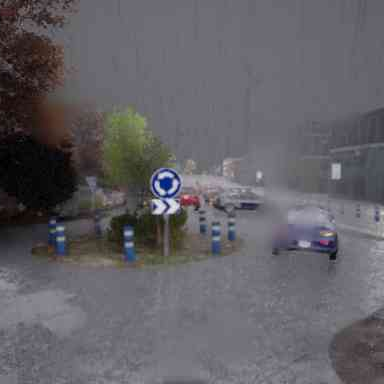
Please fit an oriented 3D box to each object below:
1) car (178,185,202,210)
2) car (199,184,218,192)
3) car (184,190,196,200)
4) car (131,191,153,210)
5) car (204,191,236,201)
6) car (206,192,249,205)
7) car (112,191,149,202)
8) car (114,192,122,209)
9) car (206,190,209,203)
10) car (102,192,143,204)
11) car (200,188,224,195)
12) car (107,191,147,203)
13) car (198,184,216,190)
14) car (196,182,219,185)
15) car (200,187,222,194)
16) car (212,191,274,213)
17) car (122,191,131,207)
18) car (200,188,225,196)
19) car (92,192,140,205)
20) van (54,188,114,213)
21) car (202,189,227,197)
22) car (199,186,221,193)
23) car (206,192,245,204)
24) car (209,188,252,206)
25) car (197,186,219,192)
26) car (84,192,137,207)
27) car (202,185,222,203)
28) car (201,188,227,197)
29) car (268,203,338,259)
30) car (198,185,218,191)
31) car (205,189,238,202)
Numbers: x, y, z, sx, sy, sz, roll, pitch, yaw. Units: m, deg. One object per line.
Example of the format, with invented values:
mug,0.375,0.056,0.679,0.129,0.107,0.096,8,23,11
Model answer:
car,-0.397,0.588,31.585,2.150,2.045,5.566,0,0,3
car,4.207,-1.001,84.483,4.553,1.767,2.185,0,3,0
car,-0.334,0.458,56.733,2.033,1.411,5.357,0,2,0
car,-3.915,0.587,30.934,2.150,2.045,5.566,0,0,0
car,4.235,0.587,51.220,4.792,1.488,2.163,0,2,0
car,4.222,0.786,40.073,4.892,1.521,2.231,0,1,0
car,-8.867,0.632,48.239,5.008,1.535,2.097,0,1,0
car,-8.857,0.891,28.719,4.674,1.452,2.002,0,0,0
car,4.226,0.836,34.489,5.008,1.535,2.097,0,1,0
car,-8.838,0.776,42.660,4.792,1.488,2.163,0,1,0
car,4.217,-0.146,70.715,4.792,1.488,2.163,0,3,0
car,-8.864,0.693,45.450,5.008,1.535,2.097,0,1,0
car,4.163,-1.310,92.954,5.008,1.535,2.097,0,3,0
car,4.155,-0.707,76.263,5.566,2.045,2.435,0,3,0
car,4.188,-0.274,73.498,4.674,1.452,2.002,0,3,0
car,4.257,0.885,26.140,4.792,1.488,2.163,0,0,0
car,-8.888,0.865,34.416,4.792,1.488,2.163,0,0,0
car,4.195,-0.046,67.930,5.008,1.535,2.097,0,3,0
car,-9.050,0.782,40.003,5.366,1.575,1.946,0,1,0
van,-8.725,0.631,26.045,4.442,1.987,1.878,1,0,0
car,4.193,0.229,62.358,4.674,1.452,2.002,0,2,0
car,4.186,-0.598,79.055,5.008,1.535,2.097,0,3,0
car,4.242,0.774,42.852,4.792,1.488,2.163,0,1,0
car,4.192,0.722,31.710,4.553,1.767,2.185,0,0,0
car,3.992,-0.743,81.834,5.366,1.575,1.946,0,3,0
car,-9.048,0.812,37.208,5.366,1.575,1.946,0,1,0
car,4.189,0.564,37.281,5.566,2.045,2.435,0,1,0
car,4.199,0.075,65.143,5.008,1.535,2.097,0,2,0
car,3.804,1.179,11.274,1.812,1.442,4.674,2,3,18
car,4.167,-1.023,87.394,4.892,1.521,2.231,0,3,0
car,4.239,0.503,48.429,4.553,1.767,2.185,0,1,0
